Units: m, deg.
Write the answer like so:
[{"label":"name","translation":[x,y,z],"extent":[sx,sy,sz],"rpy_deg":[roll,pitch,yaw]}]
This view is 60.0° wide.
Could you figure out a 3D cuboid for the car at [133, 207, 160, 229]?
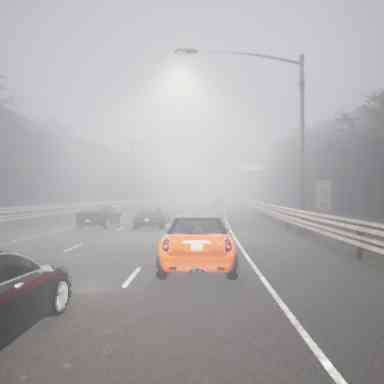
[{"label":"car","translation":[-2.653,1.687,22.441],"extent":[1.994,1.385,4.181],"rpy_deg":[0,0,3]}]

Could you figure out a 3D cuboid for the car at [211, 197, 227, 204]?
[{"label":"car","translation":[4.607,1.658,58.864],"extent":[2.097,1.767,4.553],"rpy_deg":[0,0,9]}]

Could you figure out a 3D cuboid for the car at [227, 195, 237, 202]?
[{"label":"car","translation":[9.681,2.008,85.914],"extent":[1.895,1.301,4.718],"rpy_deg":[0,0,13]}]

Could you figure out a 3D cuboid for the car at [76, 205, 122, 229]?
[{"label":"car","translation":[-6.156,1.603,22.543],"extent":[1.882,1.535,5.008],"rpy_deg":[0,0,3]}]

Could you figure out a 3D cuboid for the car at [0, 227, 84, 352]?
[{"label":"car","translation":[-3.329,1.534,4.706],"extent":[1.837,1.490,4.892],"rpy_deg":[0,0,1]}]

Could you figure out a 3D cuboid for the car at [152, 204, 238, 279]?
[{"label":"car","translation":[0.189,1.409,10.440],"extent":[2.097,1.767,4.553],"rpy_deg":[0,0,2]}]
